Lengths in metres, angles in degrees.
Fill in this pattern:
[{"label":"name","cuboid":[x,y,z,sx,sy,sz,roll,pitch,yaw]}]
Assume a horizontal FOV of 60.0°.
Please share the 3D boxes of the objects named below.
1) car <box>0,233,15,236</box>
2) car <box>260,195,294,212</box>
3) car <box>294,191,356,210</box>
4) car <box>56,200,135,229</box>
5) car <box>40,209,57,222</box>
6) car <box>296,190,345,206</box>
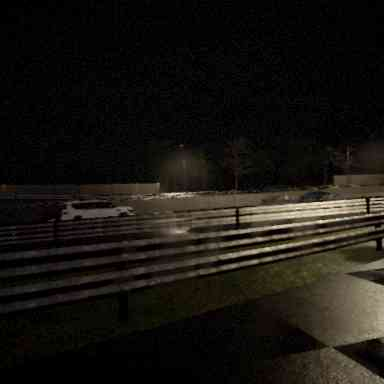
[{"label":"car","cuboid":[-13.726,2.408,20.025,5.357,1.411,2.033,-3,1,-19]},{"label":"car","cuboid":[8.765,1.011,31.399,4.902,1.511,2.128,-3,1,-19]},{"label":"car","cuboid":[11.786,0.934,28.731,4.902,1.511,2.128,-3,1,-19]},{"label":"car","cuboid":[-7.272,1.621,25.923,5.566,2.045,2.150,-3,1,-19]},{"label":"car","cuboid":[-10.320,1.968,28.583,5.008,1.535,1.882,-3,1,-19]},{"label":"car","cuboid":[14.240,0.613,36.965,5.008,1.535,1.882,-3,1,-19]}]
